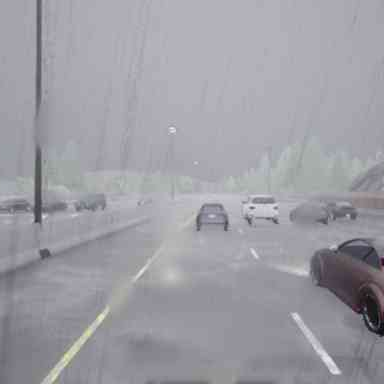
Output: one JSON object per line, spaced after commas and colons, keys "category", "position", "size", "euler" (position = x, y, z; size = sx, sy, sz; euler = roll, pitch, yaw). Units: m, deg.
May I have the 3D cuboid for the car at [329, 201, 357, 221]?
{"category": "car", "position": [12.337, 1.576, 28.330], "size": [1.837, 1.490, 4.892], "euler": [0, 0, 4]}

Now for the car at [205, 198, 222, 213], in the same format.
{"category": "car", "position": [2.618, 1.513, 39.489], "size": [1.882, 1.535, 5.008], "euler": [0, 0, 4]}

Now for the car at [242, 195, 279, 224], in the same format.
{"category": "car", "position": [5.095, 1.259, 25.238], "size": [2.150, 2.045, 5.566], "euler": [0, 0, 4]}

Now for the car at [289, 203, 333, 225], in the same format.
{"category": "car", "position": [8.572, 1.617, 24.766], "size": [1.994, 1.385, 4.181], "euler": [0, 0, 4]}

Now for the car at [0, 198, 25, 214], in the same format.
{"category": "car", "position": [-18.938, 1.443, 35.200], "size": [1.837, 1.490, 4.892], "euler": [0, 0, 4]}

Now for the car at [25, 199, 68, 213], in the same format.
{"category": "car", "position": [-15.366, 1.502, 36.123], "size": [2.033, 1.411, 5.357], "euler": [0, 0, 4]}

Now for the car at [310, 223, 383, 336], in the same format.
{"category": "car", "position": [3.875, 1.585, 6.692], "size": [1.994, 1.385, 4.181], "euler": [0, 0, 3]}

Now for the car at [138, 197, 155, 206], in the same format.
{"category": "car", "position": [-7.105, 1.493, 52.124], "size": [2.128, 1.511, 4.902], "euler": [0, 0, 4]}

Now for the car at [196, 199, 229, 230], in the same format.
{"category": "car", "position": [1.312, 1.449, 21.254], "size": [2.033, 1.649, 4.856], "euler": [0, 0, 4]}

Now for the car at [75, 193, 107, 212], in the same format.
{"category": "car", "position": [-11.659, 1.191, 38.809], "size": [2.150, 2.045, 5.566], "euler": [0, 0, 4]}
